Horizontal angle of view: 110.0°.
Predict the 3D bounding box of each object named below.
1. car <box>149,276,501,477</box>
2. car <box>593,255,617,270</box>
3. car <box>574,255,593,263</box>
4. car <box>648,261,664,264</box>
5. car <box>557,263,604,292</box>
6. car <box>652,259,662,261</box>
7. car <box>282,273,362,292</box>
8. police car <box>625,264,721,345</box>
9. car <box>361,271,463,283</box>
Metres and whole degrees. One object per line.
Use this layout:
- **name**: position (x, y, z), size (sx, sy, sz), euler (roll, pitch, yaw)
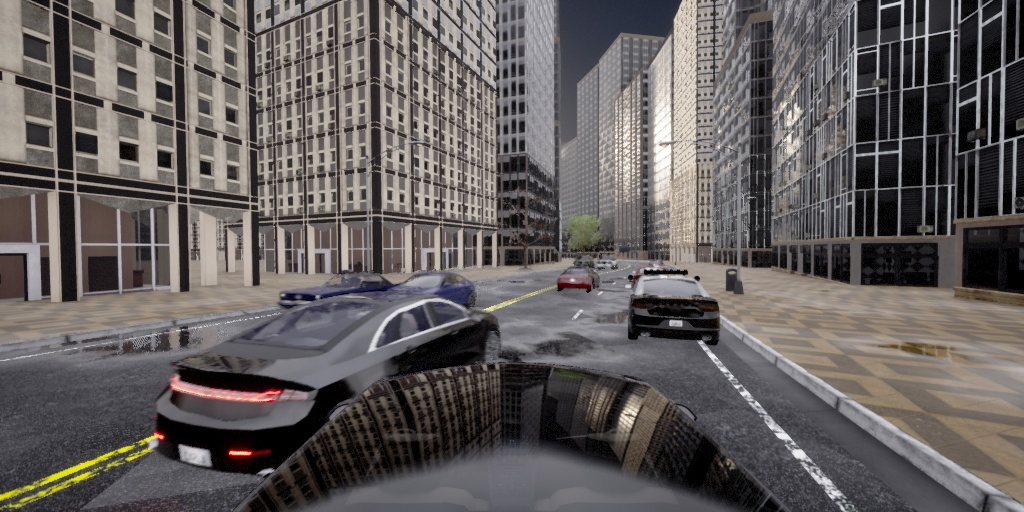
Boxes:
- **car**: position (-1.622, 1.240, 4.941), size (2.128, 1.511, 4.902), euler (0, 0, 17)
- **car**: position (13.704, 0.922, 51.523), size (2.150, 2.045, 5.566), euler (0, 0, 24)
- **car**: position (10.622, 0.914, 52.613), size (2.150, 2.045, 5.566), euler (0, 0, 24)
- **car**: position (7.394, 1.221, 18.865), size (1.882, 1.535, 5.008), euler (0, 0, 21)
- **car**: position (4.040, 1.301, 21.428), size (1.994, 1.385, 4.181), euler (0, 0, 21)
- **car**: position (18.285, 1.270, 45.653), size (2.033, 1.411, 5.357), euler (0, 0, 26)
- **car**: position (-6.003, 1.341, 13.326), size (1.895, 1.301, 4.718), euler (0, 0, 19)
- **police car**: position (4.163, 1.172, 9.780), size (1.930, 1.638, 5.238), euler (0, 0, 18)
- **car**: position (-2.799, 1.268, 12.575), size (1.812, 1.442, 4.674), euler (0, 0, 18)
